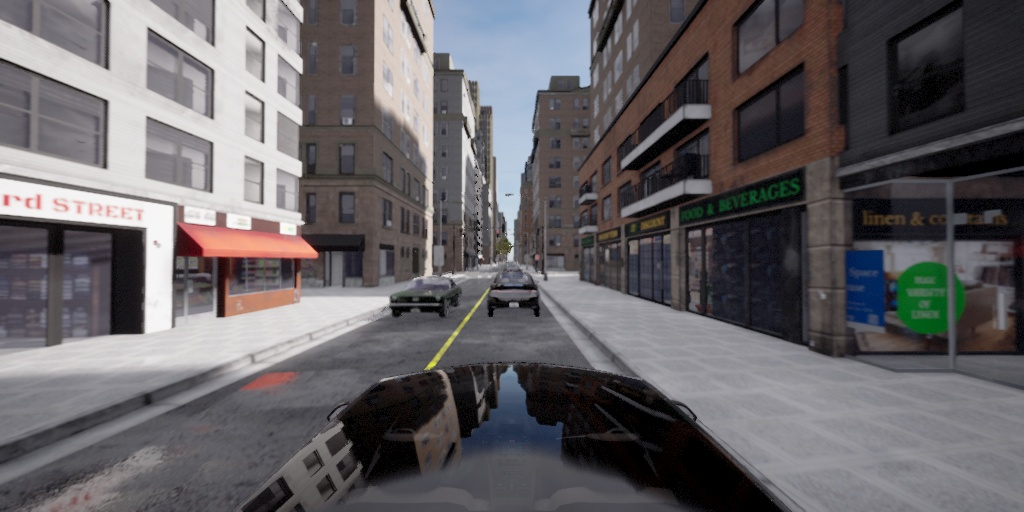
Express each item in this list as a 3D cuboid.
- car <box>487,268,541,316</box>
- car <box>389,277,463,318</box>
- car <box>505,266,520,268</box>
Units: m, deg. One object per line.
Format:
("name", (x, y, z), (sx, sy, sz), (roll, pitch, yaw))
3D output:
("car", (0.066, 1.384, 14.012), (2.128, 1.511, 4.902), (0, -1, 0))
("car", (-3.126, 1.490, 13.819), (1.895, 1.301, 4.718), (0, -1, 0))
("car", (0.028, 1.601, 32.437), (2.128, 1.511, 4.902), (0, -1, 0))
